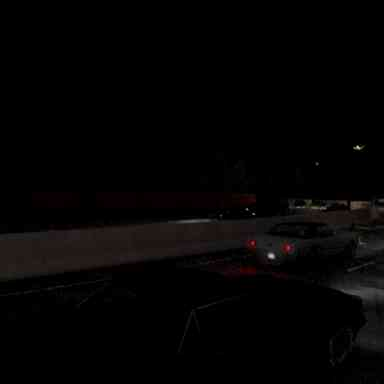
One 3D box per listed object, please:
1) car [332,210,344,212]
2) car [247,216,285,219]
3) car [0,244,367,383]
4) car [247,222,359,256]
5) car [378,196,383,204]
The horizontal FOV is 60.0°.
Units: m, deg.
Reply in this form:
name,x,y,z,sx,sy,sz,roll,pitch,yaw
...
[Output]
name,x,y,z,sx,sy,sz,roll,pitch,yaw
car,16.316,1.953,37.068,2.033,1.411,5.357,0,-1,33
car,6.916,1.515,30.095,2.150,2.045,5.566,0,-1,39
car,0.135,1.636,4.027,4.718,1.301,1.895,1,-1,-37
car,4.137,1.725,11.857,4.718,1.301,1.895,1,-1,-42
car,45.556,2.016,80.902,2.150,2.045,5.566,0,0,2
